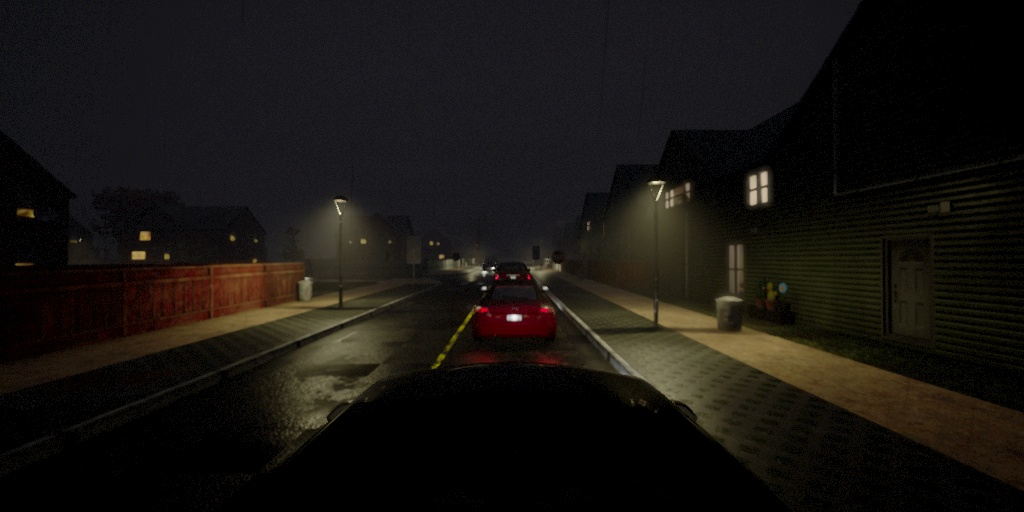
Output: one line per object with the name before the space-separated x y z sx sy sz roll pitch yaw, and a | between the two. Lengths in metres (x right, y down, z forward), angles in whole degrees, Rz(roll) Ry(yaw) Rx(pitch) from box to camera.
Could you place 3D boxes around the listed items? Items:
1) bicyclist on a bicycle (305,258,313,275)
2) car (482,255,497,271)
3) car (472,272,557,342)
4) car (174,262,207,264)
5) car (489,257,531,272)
bicyclist on a bicycle | -20.302 1.066 35.787 0.582 1.620 1.656 0 0 -1
car | -2.959 0.935 49.973 2.150 2.045 5.566 0 0 0
car | 0.070 1.307 9.783 1.994 1.385 4.181 0 0 1
car | -26.256 1.208 29.871 4.892 1.490 1.837 0 -1 -1
car | -0.006 1.086 19.783 2.097 1.767 4.553 0 0 -2
